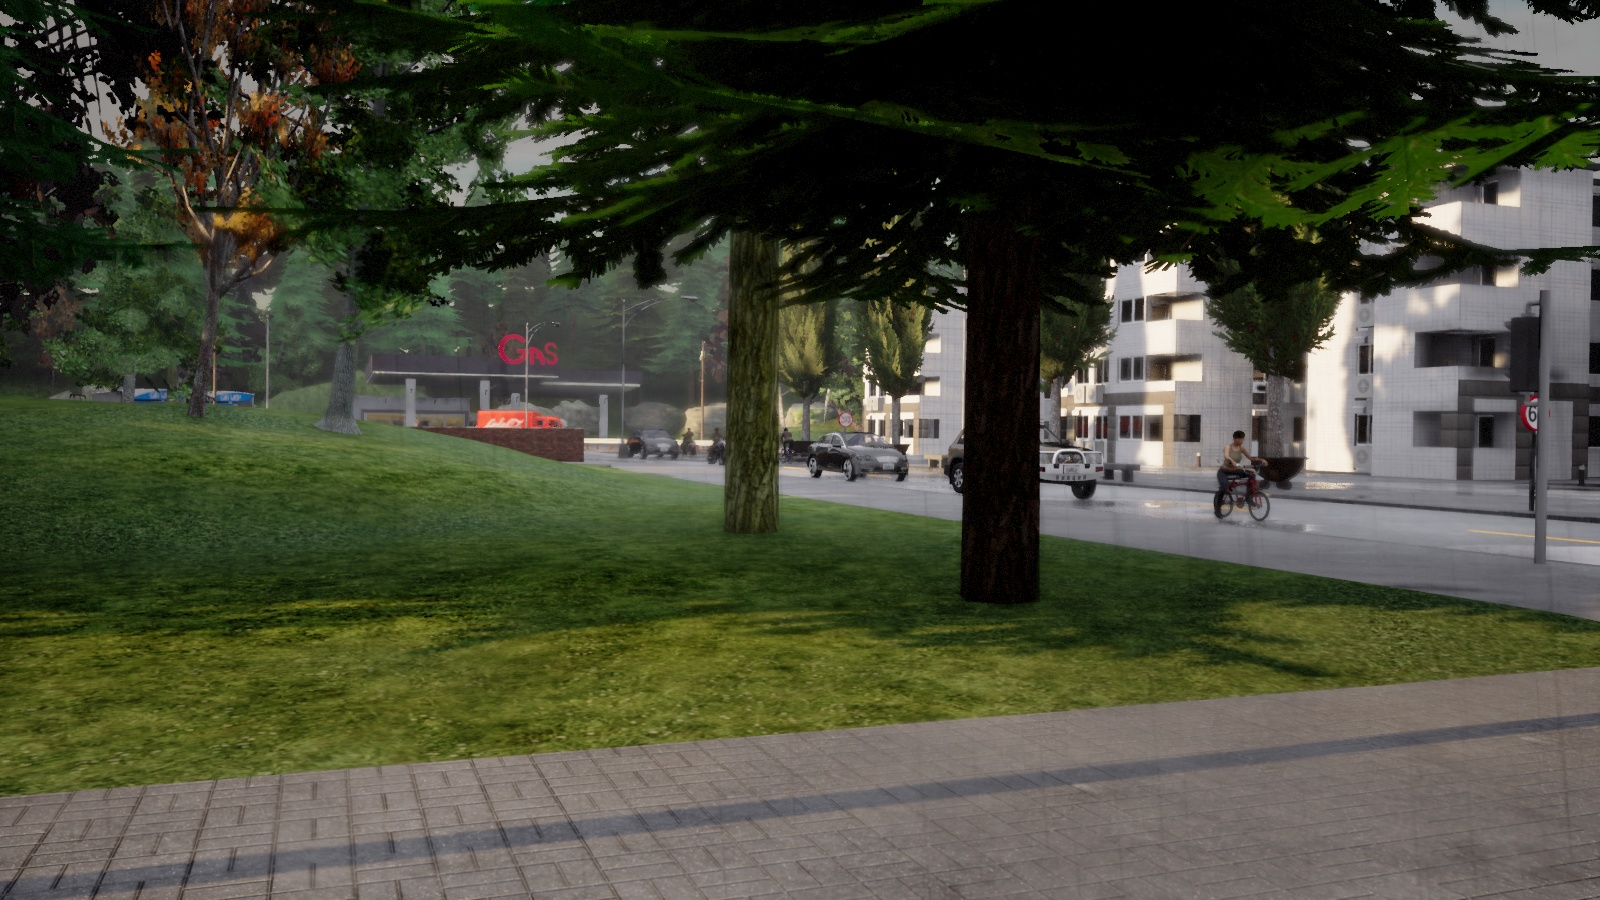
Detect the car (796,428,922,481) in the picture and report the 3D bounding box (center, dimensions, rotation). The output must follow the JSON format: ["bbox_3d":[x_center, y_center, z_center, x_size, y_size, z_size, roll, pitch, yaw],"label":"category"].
[{"bbox_3d":[1.742,0.098,39.186,2.128,1.511,4.902,-1,1,-21],"label":"car"}]

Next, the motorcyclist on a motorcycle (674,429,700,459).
[{"bbox_3d":[-6.463,-0.352,71.930,0.766,1.649,2.350,-1,1,-23],"label":"motorcyclist on a motorcycle"}]

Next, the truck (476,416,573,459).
[{"bbox_3d":[-16.515,-0.738,75.493,5.204,2.467,2.627,0,0,2],"label":"truck"}]

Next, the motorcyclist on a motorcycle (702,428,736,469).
[{"bbox_3d":[-3.417,-0.074,52.809,0.766,1.649,2.350,-1,1,-21],"label":"motorcyclist on a motorcycle"}]

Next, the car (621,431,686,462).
[{"bbox_3d":[-7.457,-0.199,63.522,2.128,1.511,4.902,-1,1,-21],"label":"car"}]

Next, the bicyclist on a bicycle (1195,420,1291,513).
[{"bbox_3d":[8.000,0.278,22.736,0.866,1.612,1.509,-1,1,-20],"label":"bicyclist on a bicycle"}]

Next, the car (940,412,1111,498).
[{"bbox_3d":[5.250,0.071,29.922,1.932,1.855,4.605,-1,1,-21],"label":"car"}]
